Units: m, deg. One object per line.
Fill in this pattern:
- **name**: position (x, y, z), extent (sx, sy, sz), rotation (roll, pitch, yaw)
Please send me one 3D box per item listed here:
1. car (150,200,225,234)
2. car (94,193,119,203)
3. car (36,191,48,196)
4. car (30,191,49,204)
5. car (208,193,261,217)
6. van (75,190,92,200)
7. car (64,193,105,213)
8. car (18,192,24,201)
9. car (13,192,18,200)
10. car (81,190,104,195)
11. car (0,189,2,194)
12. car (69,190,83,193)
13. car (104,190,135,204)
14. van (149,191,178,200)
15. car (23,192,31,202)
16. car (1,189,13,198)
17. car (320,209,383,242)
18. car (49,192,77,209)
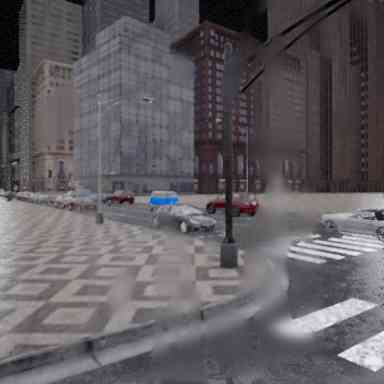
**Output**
- **car**: position (-0.498, 1.315, 17.373), extent (2.008, 1.369, 4.403), rotation (1, 0, -36)
- **car**: position (-12.616, 0.837, 48.967), extent (2.008, 1.369, 4.403), rotation (0, 0, -36)
- **car**: position (-38.028, 0.399, 84.490), extent (1.887, 1.381, 4.507), rotation (0, 0, -36)
- **car**: position (-19.554, 0.889, 44.014), extent (2.008, 1.369, 4.403), rotation (0, 0, -36)
- **car**: position (3.269, 0.952, 26.762), extent (2.192, 1.841, 5.009), rotation (0, 0, -36)
- **van**: position (-18.968, 0.501, 57.847), extent (1.690, 1.788, 3.998), rotation (0, 0, -36)
- **car**: position (-10.026, 1.088, 30.693), extent (1.887, 1.381, 4.507), rotation (1, 0, -36)
- **car**: position (-25.906, 0.651, 52.893), extent (1.967, 1.590, 4.097), rotation (0, 0, -36)
- **car**: position (-29.083, 0.697, 57.334), extent (1.887, 1.381, 4.507), rotation (0, 0, -36)
- **car**: position (-13.169, 0.861, 45.219), extent (1.812, 1.442, 4.674), rotation (0, 1, -35)
- **car**: position (-44.864, 0.433, 79.395), extent (1.752, 1.417, 4.829), rotation (0, 0, -36)
- **car**: position (-18.952, 0.570, 53.222), extent (2.097, 1.767, 4.553), rotation (0, 1, -36)
- **car**: position (-9.437, 0.668, 44.525), extent (2.192, 1.841, 5.009), rotation (0, 0, -36)
- **van**: position (-3.084, 0.832, 35.643), extent (1.690, 1.788, 3.998), rotation (0, 0, -36)
- **car**: position (-22.731, 0.824, 48.454), extent (2.008, 1.369, 4.403), rotation (0, 0, -36)
- **car**: position (-38.611, 0.561, 70.653), extent (1.947, 1.339, 4.313), rotation (0, 0, -36)
- **car**: position (8.282, 1.435, 15.424), extent (1.895, 1.301, 4.718), rotation (0, 1, -23)
- **car**: position (-13.202, 1.023, 35.133), extent (2.008, 1.369, 4.403), rotation (1, 0, -36)
